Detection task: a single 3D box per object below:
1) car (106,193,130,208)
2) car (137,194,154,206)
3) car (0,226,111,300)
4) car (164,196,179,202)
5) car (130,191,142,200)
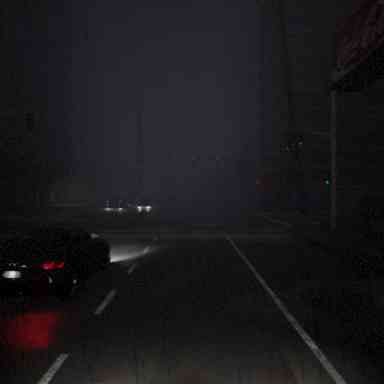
[{"bbox_3d":[-10.568,1.271,46.891,2.097,1.767,4.553,0,0,0],"label":"car"},{"bbox_3d":[-7.040,1.474,51.244,1.994,1.385,4.181,0,0,1],"label":"car"},{"bbox_3d":[-3.439,1.549,8.398,1.994,1.385,4.181,0,0,0],"label":"car"},{"bbox_3d":[-4.596,1.438,72.637,1.895,1.301,4.718,0,0,-27],"label":"car"},{"bbox_3d":[-10.493,0.833,62.346,2.150,2.045,5.566,0,0,0],"label":"car"}]
